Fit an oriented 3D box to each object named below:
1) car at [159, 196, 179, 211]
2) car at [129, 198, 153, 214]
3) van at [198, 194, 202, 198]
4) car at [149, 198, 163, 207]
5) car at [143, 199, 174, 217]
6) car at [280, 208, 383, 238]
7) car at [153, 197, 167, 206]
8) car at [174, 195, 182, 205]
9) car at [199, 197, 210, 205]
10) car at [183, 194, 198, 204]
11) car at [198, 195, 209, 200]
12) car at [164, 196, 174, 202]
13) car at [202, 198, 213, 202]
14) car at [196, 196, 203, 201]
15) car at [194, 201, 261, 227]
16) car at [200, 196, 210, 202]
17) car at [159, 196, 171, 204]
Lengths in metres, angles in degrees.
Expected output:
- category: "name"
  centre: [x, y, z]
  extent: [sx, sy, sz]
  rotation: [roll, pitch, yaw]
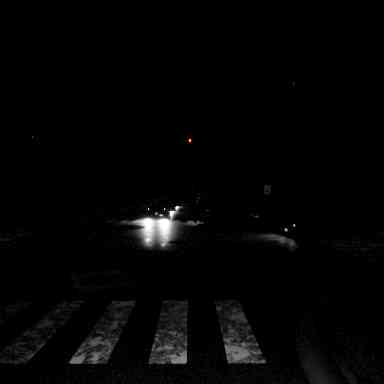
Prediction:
- category: "car"
  centre: [-3.107, 1.612, 42.017]
  extent: [1.994, 1.385, 4.181]
  rotation: [0, 0, 1]
- category: "car"
  centre: [-5.661, 1.478, 36.181]
  extent: [1.967, 1.590, 4.097]
  rotation: [0, 0, 0]
- category: "van"
  centre: [2.409, 1.421, 58.208]
  extent: [1.690, 1.788, 3.998]
  rotation: [0, 0, 0]
- category: "car"
  centre: [-5.627, 1.650, 52.713]
  extent: [1.802, 1.307, 4.206]
  rotation: [0, 0, 0]
- category: "car"
  centre: [-3.150, 1.632, 32.061]
  extent: [1.895, 1.301, 4.718]
  rotation: [0, 0, 1]
- category: "car"
  centre: [7.390, 1.516, 17.072]
  extent: [5.357, 1.411, 2.033]
  rotation: [0, 0, -6]
- category: "car"
  centre: [-5.616, 1.631, 58.224]
  extent: [2.008, 1.369, 4.403]
  rotation: [0, 0, 0]
- category: "car"
  centre: [-3.077, 1.635, 54.796]
  extent: [1.994, 1.385, 4.181]
  rotation: [0, 0, 0]
- category: "car"
  centre: [2.420, 1.644, 63.718]
  extent: [2.008, 1.369, 4.403]
  rotation: [0, 0, 0]
- category: "car"
  centre: [-0.217, 1.657, 63.732]
  extent: [1.994, 1.385, 4.181]
  rotation: [0, 0, 0]
- category: "car"
  centre: [2.398, 1.634, 52.697]
  extent: [1.947, 1.339, 4.313]
  rotation: [0, 0, 0]
- category: "car"
  centre: [-5.571, 1.690, 80.267]
  extent: [2.008, 1.369, 4.403]
  rotation: [0, 0, 0]
- category: "car"
  centre: [2.364, 1.604, 36.164]
  extent: [1.947, 1.339, 4.313]
  rotation: [0, 0, 0]
- category: "car"
  centre: [2.064, 1.693, 90.133]
  extent: [1.812, 1.442, 4.674]
  rotation: [0, 0, 0]
- category: "car"
  centre: [2.556, 1.579, 22.758]
  extent: [4.181, 1.385, 1.994]
  rotation: [0, 0, 31]
- category: "car"
  centre: [2.387, 1.639, 47.187]
  extent: [1.802, 1.307, 4.206]
  rotation: [0, 0, 0]
- category: "car"
  centre: [-5.594, 1.548, 69.245]
  extent: [1.967, 1.590, 4.097]
  rotation: [0, 0, 0]
